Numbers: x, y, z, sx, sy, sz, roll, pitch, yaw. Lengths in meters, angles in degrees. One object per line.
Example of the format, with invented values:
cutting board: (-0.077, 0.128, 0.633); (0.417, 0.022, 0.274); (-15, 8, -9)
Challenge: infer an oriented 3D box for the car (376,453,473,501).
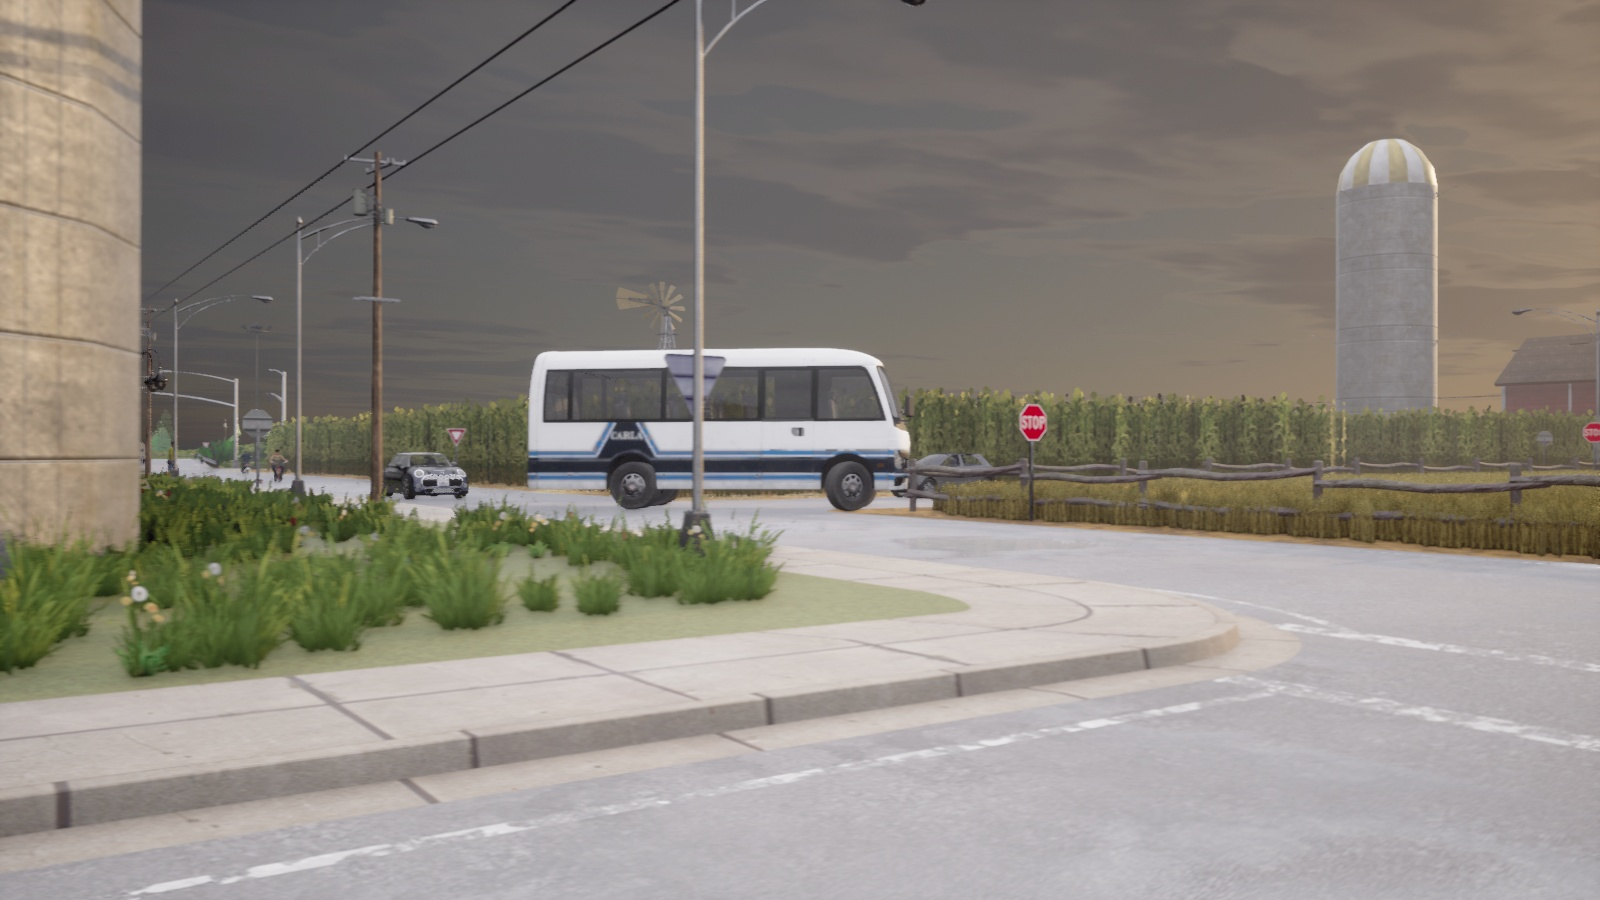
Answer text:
car: (-12.191, 0.832, 40.646); (1.970, 1.475, 3.806); (0, 0, -34)

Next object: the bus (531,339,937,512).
bus: (-1.579, -0.560, 33.683); (10.273, 4.253, 3.944); (0, 0, 8)

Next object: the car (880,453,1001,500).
car: (4.675, 0.843, 41.641); (3.633, 1.501, 1.845); (0, 0, -34)

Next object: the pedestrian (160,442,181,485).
pedestrian: (-26.619, 0.564, 53.101); (0.354, 1.836, 0.706); (0, 0, 42)
